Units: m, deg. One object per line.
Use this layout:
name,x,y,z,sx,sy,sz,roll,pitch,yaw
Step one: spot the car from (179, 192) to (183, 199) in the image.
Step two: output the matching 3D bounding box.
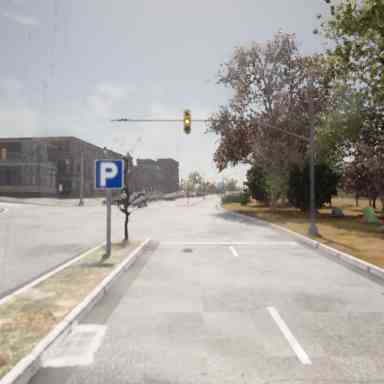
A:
car,-5.745,1.037,93.859,4.553,1.767,2.185,-1,0,-10

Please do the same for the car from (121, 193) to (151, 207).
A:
car,-7.267,1.212,43.623,2.128,1.511,4.902,0,0,5

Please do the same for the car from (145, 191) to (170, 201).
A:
car,-8.147,0.937,78.959,5.566,2.045,2.435,-1,0,-12

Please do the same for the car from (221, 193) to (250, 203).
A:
car,7.559,1.046,57.610,4.553,1.767,2.185,1,0,-14

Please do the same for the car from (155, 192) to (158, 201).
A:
car,-9.764,1.249,66.967,4.674,1.452,2.002,-1,0,-13

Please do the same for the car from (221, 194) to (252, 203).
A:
car,8.090,1.164,60.605,5.366,1.575,1.946,1,0,-13

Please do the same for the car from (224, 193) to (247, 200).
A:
car,10.615,1.117,81.112,5.008,1.535,2.097,1,0,-11

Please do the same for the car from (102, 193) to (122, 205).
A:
car,-11.542,1.269,52.013,4.792,1.488,2.163,-1,0,-15

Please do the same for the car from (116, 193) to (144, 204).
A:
car,-10.815,1.098,57.958,4.553,1.767,2.185,-1,0,-14

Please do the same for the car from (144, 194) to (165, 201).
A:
car,-8.592,1.234,75.952,4.674,1.452,2.002,-1,0,-12

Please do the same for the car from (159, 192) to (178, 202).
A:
car,-4.745,1.165,68.744,1.882,1.535,5.008,0,0,7

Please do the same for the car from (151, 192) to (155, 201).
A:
car,-10.132,1.215,63.971,4.892,1.521,2.231,-1,0,-14

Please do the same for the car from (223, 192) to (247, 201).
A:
car,9.324,1.012,72.313,4.553,1.767,2.185,1,0,-12

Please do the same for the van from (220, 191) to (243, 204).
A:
van,7.181,0.951,54.640,4.442,1.987,1.878,1,0,-14

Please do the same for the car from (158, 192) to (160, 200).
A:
car,-9.397,1.244,69.969,4.674,1.452,2.002,-1,0,-13

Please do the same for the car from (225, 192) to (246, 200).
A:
car,10.214,0.999,78.183,4.553,1.767,2.185,0,0,-11

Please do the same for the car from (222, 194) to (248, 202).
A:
car,8.595,1.192,66.444,4.674,1.452,2.002,1,0,-13
